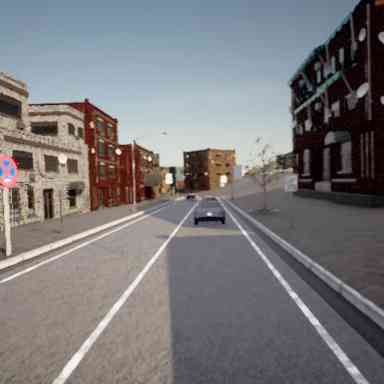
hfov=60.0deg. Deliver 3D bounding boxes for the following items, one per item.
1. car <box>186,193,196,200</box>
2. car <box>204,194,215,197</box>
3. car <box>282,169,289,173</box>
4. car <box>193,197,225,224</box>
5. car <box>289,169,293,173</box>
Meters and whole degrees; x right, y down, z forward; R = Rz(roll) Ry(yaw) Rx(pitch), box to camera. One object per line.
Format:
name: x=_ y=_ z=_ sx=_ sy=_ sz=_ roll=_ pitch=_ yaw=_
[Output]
car: x=-0.201 y=0.845 z=65.254 sx=1.895 sy=1.301 sz=4.718 roll=-2 pitch=1 yaw=3
car: x=2.115 y=0.990 z=40.365 sx=1.812 sy=1.442 sz=4.674 roll=-2 pitch=1 yaw=3
car: x=26.884 y=-5.621 z=90.084 sx=2.097 sy=1.535 sz=5.008 roll=-2 pitch=2 yaw=-1
car: x=1.162 y=1.272 z=21.988 sx=1.994 sy=1.385 sz=4.181 roll=-2 pitch=1 yaw=3
car: x=27.068 y=-5.588 z=84.562 sx=2.185 sy=1.767 sz=4.553 roll=-2 pitch=2 yaw=-2
